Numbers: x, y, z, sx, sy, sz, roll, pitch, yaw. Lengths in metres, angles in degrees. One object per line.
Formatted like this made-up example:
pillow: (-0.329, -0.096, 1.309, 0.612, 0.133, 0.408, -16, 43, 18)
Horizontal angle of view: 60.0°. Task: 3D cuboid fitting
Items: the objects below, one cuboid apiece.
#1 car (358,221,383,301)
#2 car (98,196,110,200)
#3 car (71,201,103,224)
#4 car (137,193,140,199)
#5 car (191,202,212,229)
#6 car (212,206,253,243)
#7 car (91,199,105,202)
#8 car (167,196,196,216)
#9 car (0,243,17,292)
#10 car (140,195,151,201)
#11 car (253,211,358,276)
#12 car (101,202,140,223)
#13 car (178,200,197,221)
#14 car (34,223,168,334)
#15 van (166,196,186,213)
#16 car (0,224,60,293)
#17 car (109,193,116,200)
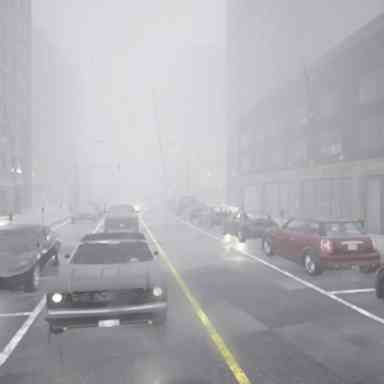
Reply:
car: (4.839, 1.436, 5.032, 1.967, 1.590, 4.097, 0, 0, -12)
car: (-10.174, 1.429, 35.778, 1.967, 1.590, 4.097, 0, 0, -12)
car: (-7.953, 1.575, 24.953, 1.802, 1.307, 4.206, 0, 0, -12)
car: (-13.442, 1.587, 91.460, 1.802, 1.307, 4.206, 0, 0, -13)
car: (1.508, 1.541, 21.264, 2.008, 1.369, 4.403, 0, 0, -12)
car: (2.619, 1.543, 15.854, 2.008, 1.369, 4.403, 0, 0, -12)
car: (-9.063, 1.557, 30.366, 1.947, 1.339, 4.313, 0, 0, -12)
car: (-0.713, 1.302, 32.086, 2.192, 1.841, 5.009, 0, 0, -12)
car: (-3.510, 1.566, 3.304, 1.947, 1.339, 4.313, 0, 0, -12)
car: (-10.926, 1.437, 80.434, 1.967, 1.590, 4.097, 0, 0, -13)
car: (3.729, 1.434, 10.443, 1.967, 1.590, 4.097, 0, 0, -12)
car: (-4.192, 1.471, 19.904, 1.882, 1.535, 5.008, 0, 0, -11)
car: (0.398, 1.554, 26.675, 1.947, 1.339, 4.313, 0, 0, -12)
car: (-1.656, 1.598, 7.001, 1.895, 1.301, 4.718, 0, 0, -12)
van: (-1.823, 1.326, 37.497, 1.690, 1.788, 3.998, 0, 0, -12)
car: (-4.620, 1.564, 8.716, 1.947, 1.339, 4.313, 0, 0, -12)
car: (-21.756, 1.450, 89.572, 1.967, 1.590, 4.097, 0, 0, -13)
